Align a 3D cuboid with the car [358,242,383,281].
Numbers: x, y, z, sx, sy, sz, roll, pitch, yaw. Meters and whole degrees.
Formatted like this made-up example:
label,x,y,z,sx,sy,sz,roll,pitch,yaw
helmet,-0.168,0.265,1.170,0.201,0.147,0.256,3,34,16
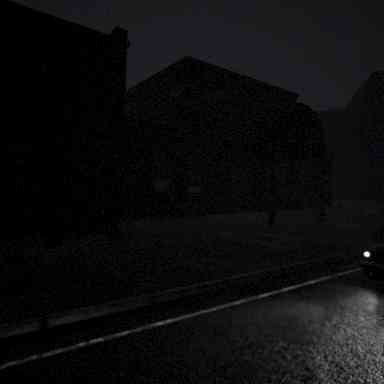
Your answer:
label,x,y,z,sx,sy,sz,roll,pitch,yaw
car,6.264,1.517,8.469,4.718,1.301,1.895,-1,0,-36
